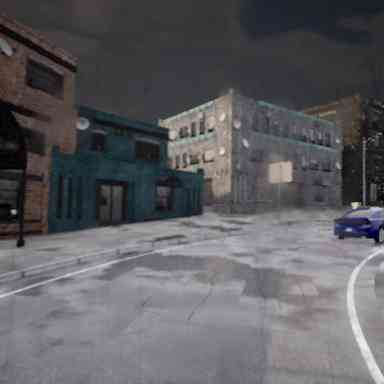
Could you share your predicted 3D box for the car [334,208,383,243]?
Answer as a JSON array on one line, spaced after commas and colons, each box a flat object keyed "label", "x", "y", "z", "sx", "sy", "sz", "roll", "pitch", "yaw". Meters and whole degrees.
[{"label": "car", "x": 8.878, "y": 1.521, "z": 16.304, "sx": 5.008, "sy": 1.535, "sz": 1.882, "roll": 0, "pitch": -2, "yaw": -39}]
